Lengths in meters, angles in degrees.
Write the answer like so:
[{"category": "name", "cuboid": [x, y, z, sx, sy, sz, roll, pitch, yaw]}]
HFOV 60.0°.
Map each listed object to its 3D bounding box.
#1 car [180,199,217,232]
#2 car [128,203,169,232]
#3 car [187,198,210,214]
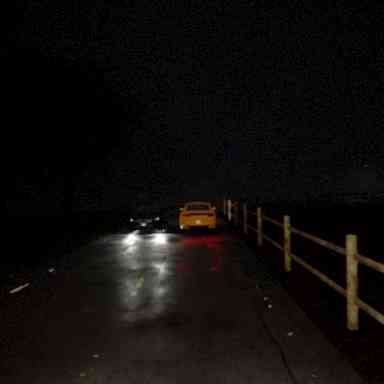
[{"category": "car", "cuboid": [0.339, 1.295, 18.578, 1.882, 1.535, 5.008, -1, 0, 1]}, {"category": "car", "cuboid": [-2.425, 1.392, 19.347, 1.812, 1.442, 4.674, -1, 0, 1]}, {"category": "car", "cuboid": [0.786, 1.386, 33.699, 2.033, 1.411, 5.357, -1, 0, 4]}]
